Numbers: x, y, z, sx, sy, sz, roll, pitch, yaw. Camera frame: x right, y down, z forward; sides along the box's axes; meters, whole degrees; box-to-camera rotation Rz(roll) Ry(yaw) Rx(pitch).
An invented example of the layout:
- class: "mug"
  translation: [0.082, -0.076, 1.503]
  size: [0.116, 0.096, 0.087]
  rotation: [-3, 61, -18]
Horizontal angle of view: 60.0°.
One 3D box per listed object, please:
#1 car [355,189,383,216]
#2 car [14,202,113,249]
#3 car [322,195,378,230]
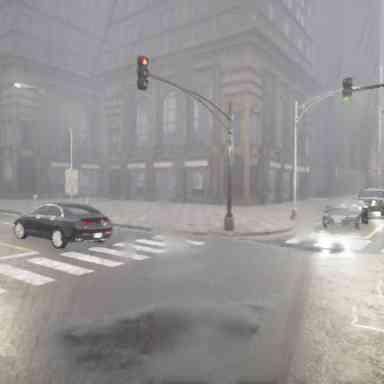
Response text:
- class: "car"
  translation: [14.669, 0.756, 26.987]
  size: [2.150, 2.045, 5.566]
  rotation: [1, 2, 36]
- class: "car"
  translation: [-5.063, 1.164, 12.838]
  size: [4.892, 1.490, 1.837]
  rotation: [2, 0, 39]
- class: "car"
  translation: [8.888, 1.177, 18.972]
  size: [2.128, 1.511, 4.902]
  rotation: [1, 1, 36]
